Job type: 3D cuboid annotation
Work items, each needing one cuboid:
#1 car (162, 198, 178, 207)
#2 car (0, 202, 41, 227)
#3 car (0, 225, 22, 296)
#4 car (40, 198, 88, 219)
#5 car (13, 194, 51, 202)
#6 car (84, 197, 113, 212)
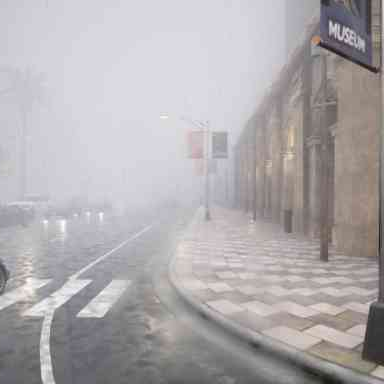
[{"bbox_3d":[-3.253,1.573,50.069,1.994,1.385,4.181,0,0,3],"label":"car"},{"bbox_3d":[-11.627,1.547,20.176,2.033,1.411,5.357,0,0,2],"label":"car"},{"bbox_3d":[-5.021,1.538,5.460,1.812,1.442,4.674,0,0,2],"label":"car"},{"bbox_3d":[-11.267,1.526,29.597,1.812,1.442,4.674,0,0,3],"label":"car"},{"bbox_3d":[-14.737,1.221,30.485,2.150,2.045,5.566,0,0,2],"label":"car"},{"bbox_3d":[-10.823,1.526,39.477,1.812,1.442,4.674,0,0,3],"label":"car"}]
